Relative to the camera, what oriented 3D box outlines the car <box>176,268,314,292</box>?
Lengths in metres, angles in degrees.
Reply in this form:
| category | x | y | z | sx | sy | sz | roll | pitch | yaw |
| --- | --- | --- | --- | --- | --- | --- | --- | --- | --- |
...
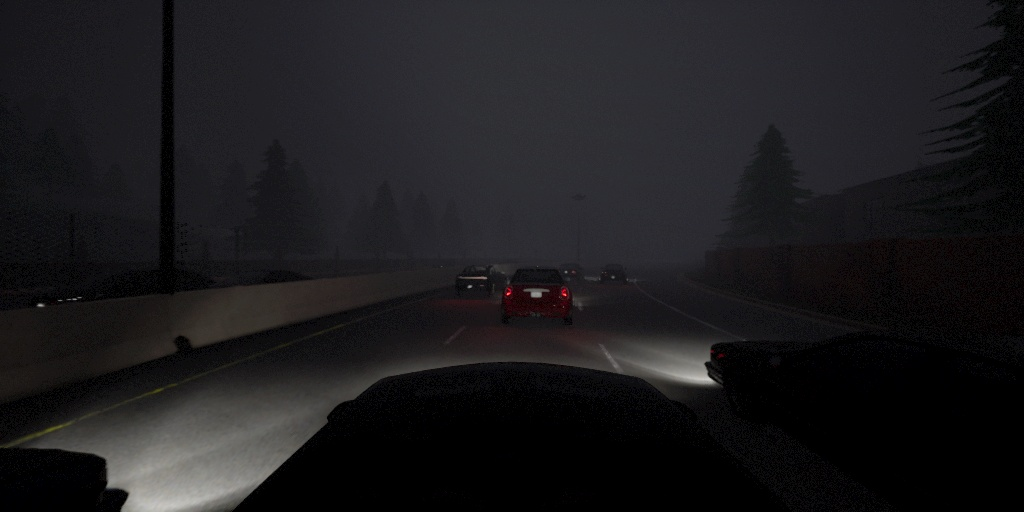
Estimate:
| category | x | y | z | sx | sy | sz | roll | pitch | yaw |
| --- | --- | --- | --- | --- | --- | --- | --- | --- | --- |
| car | -9.650 | 1.223 | 13.857 | 1.812 | 1.442 | 4.674 | 0 | 0 | 8 |

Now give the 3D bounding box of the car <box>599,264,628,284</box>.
| category | x | y | z | sx | sy | sz | roll | pitch | yaw |
| --- | --- | --- | --- | --- | --- | --- | --- | --- | --- |
| car | 7.757 | 1.296 | 27.344 | 1.812 | 1.442 | 4.674 | 0 | 0 | 17 |

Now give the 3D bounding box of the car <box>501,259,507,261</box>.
| category | x | y | z | sx | sy | sz | roll | pitch | yaw |
| --- | --- | --- | --- | --- | --- | --- | --- | --- | --- |
| car | -0.676 | 1.206 | 52.238 | 2.128 | 1.511 | 4.902 | 0 | 0 | 29 |

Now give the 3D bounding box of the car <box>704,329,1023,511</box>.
| category | x | y | z | sx | sy | sz | roll | pitch | yaw |
| --- | --- | --- | --- | --- | --- | --- | --- | --- | --- |
| car | 3.650 | 1.314 | 2.716 | 2.033 | 1.411 | 5.357 | 0 | 0 | 1 |

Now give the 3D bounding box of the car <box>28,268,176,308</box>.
| category | x | y | z | sx | sy | sz | roll | pitch | yaw |
| --- | --- | --- | --- | --- | --- | --- | --- | --- | --- |
| car | -13.288 | 1.186 | 12.721 | 1.837 | 1.490 | 4.892 | 0 | 0 | 7 |

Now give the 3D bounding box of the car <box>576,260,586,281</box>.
| category | x | y | z | sx | sy | sz | roll | pitch | yaw |
| --- | --- | --- | --- | --- | --- | --- | --- | --- | --- |
| car | 5.042 | 1.303 | 30.441 | 2.033 | 1.411 | 5.357 | 0 | 0 | 19 |

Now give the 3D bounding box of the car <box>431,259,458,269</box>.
| category | x | y | z | sx | sy | sz | roll | pitch | yaw |
| --- | --- | --- | --- | --- | --- | --- | --- | --- | --- |
| car | -8.178 | 1.190 | 44.916 | 1.837 | 1.490 | 4.892 | 0 | 0 | 24 |

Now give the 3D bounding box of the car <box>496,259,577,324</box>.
| category | x | y | z | sx | sy | sz | roll | pitch | yaw |
| --- | --- | --- | --- | --- | --- | --- | --- | --- | --- |
| car | 0.929 | 1.100 | 12.166 | 2.097 | 1.767 | 4.553 | 0 | 0 | 7 |

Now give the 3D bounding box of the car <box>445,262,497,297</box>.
| category | x | y | z | sx | sy | sz | roll | pitch | yaw |
| --- | --- | --- | --- | --- | --- | --- | --- | --- | --- |
| car | -1.522 | 1.224 | 19.057 | 2.128 | 1.511 | 4.902 | 0 | 0 | 10 |
